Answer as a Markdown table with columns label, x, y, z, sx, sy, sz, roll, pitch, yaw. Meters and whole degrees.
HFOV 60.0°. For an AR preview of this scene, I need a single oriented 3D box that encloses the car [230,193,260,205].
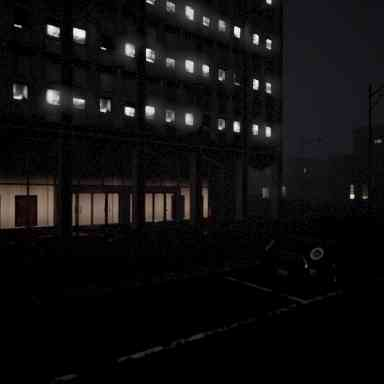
| label | x | y | z | sx | sy | sz | roll | pitch | yaw |
| --- | --- | --- | --- | --- | --- | --- | --- | --- | --- |
| car | 9.157 | 1.166 | 57.615 | 2.192 | 1.841 | 5.009 | 1 | 0 | -35 |

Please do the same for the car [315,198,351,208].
| label | x | y | z | sx | sy | sz | roll | pitch | yaw |
| --- | --- | --- | --- | --- | --- | --- | --- | --- | --- |
| car | 18.511 | 1.445 | 44.095 | 1.752 | 1.417 | 4.829 | 1 | 0 | -35 |

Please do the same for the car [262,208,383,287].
| label | x | y | z | sx | sy | sz | roll | pitch | yaw |
| --- | --- | --- | --- | --- | --- | --- | --- | --- | --- |
| car | 3.850 | 1.440 | 9.312 | 4.097 | 1.590 | 1.967 | 0 | 0 | -36 |

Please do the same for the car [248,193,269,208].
| label | x | y | z | sx | sy | sz | roll | pitch | yaw |
| --- | --- | --- | --- | --- | --- | --- | --- | --- | --- |
| car | 8.567 | 1.166 | 43.742 | 2.192 | 1.841 | 5.009 | 1 | 0 | -35 |

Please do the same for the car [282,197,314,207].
| label | x | y | z | sx | sy | sz | roll | pitch | yaw |
| --- | --- | --- | --- | --- | --- | --- | --- | --- | --- |
| car | 15.457 | 1.479 | 48.509 | 1.802 | 1.307 | 4.206 | 1 | 0 | -35 |

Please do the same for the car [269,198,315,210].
| label | x | y | z | sx | sy | sz | roll | pitch | yaw |
| --- | --- | --- | --- | --- | --- | --- | --- | --- | --- |
| car | 11.716 | 1.426 | 39.188 | 2.008 | 1.369 | 4.403 | 1 | 0 | -35 |
